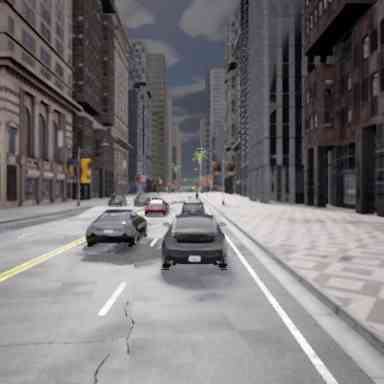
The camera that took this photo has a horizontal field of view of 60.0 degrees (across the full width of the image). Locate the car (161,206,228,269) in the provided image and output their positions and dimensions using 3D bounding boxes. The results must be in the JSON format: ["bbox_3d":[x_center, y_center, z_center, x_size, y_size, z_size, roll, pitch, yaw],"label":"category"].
[{"bbox_3d":[0.082,1.419,10.842,1.837,1.490,4.892,0,1,0],"label":"car"}]

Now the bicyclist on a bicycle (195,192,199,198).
[{"bbox_3d":[0.917,0.916,56.662,0.659,1.776,1.843,0,1,0],"label":"bicyclist on a bicycle"}]

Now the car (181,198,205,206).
[{"bbox_3d":[0.100,1.263,29.299,2.128,1.511,4.902,0,1,0],"label":"car"}]

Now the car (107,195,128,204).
[{"bbox_3d":[-9.815,1.156,44.078,1.837,1.490,4.892,0,0,0],"label":"car"}]

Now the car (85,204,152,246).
[{"bbox_3d":[-3.157,1.449,14.603,1.994,1.385,4.181,0,1,0],"label":"car"}]

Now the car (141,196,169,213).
[{"bbox_3d":[-3.148,1.324,30.561,1.994,1.385,4.181,0,1,0],"label":"car"}]

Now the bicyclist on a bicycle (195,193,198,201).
[{"bbox_3d":[0.924,0.924,65.668,0.582,1.620,1.656,0,0,0],"label":"bicyclist on a bicycle"}]

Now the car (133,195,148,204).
[{"bbox_3d":[-6.566,1.155,44.083,1.837,1.490,4.892,0,0,0],"label":"car"}]
